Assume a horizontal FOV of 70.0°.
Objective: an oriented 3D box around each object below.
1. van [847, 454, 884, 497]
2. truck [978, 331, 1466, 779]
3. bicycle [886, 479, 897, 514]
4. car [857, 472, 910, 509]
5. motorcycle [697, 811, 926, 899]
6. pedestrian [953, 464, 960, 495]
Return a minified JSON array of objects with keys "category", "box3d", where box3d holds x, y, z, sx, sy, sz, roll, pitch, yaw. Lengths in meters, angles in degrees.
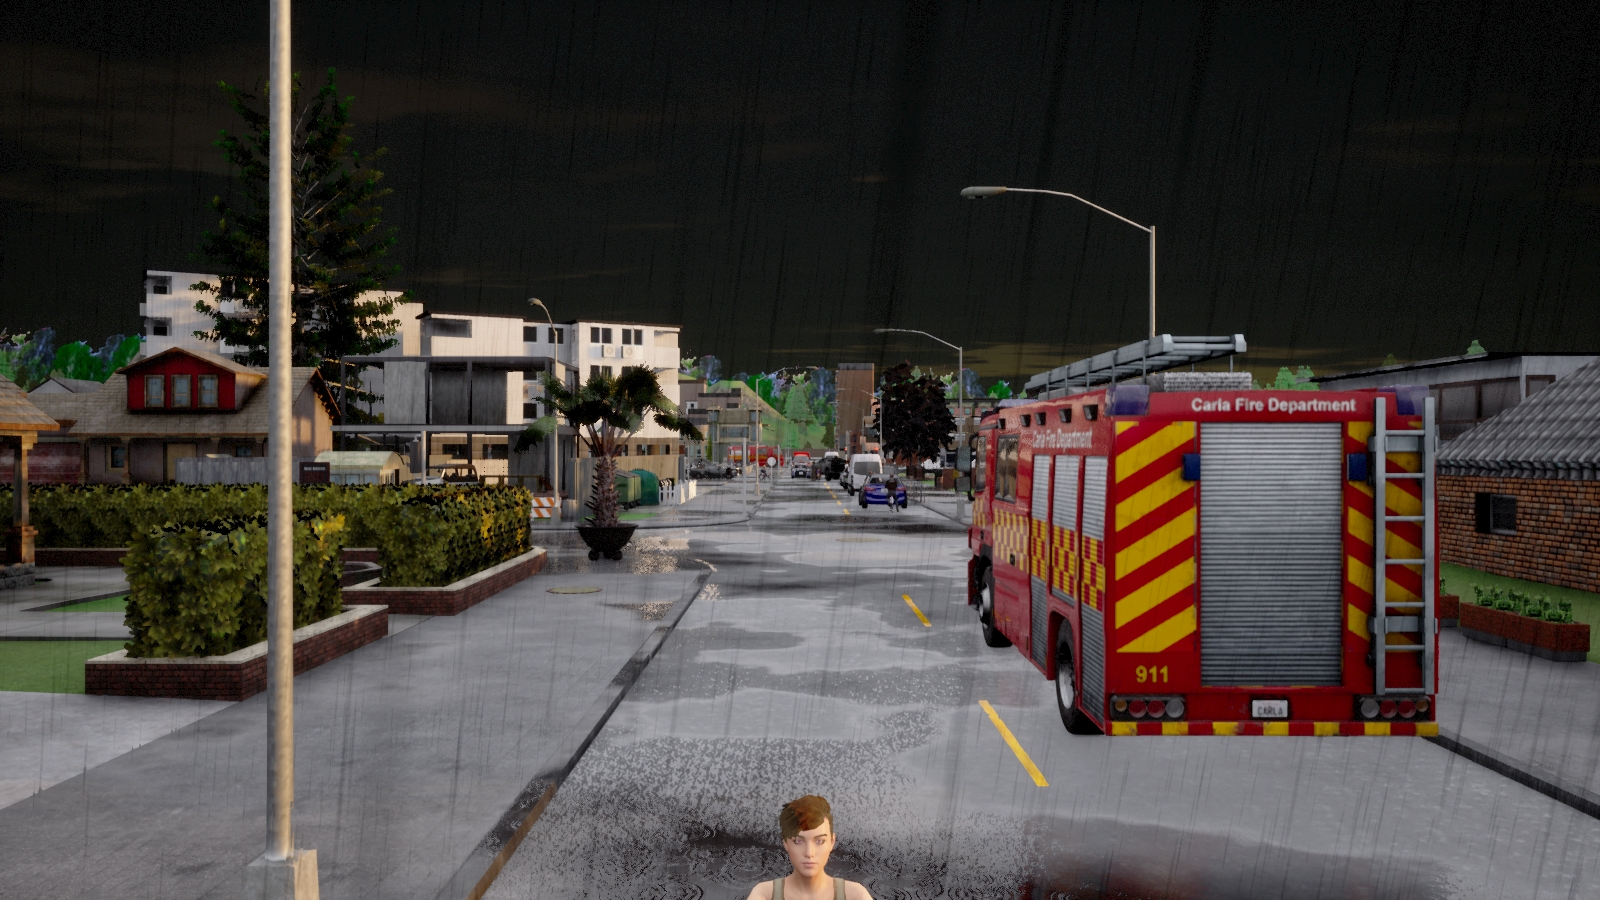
[{"category":"van","box3d":[4.045,1.534,71.355,1.988,2.561,5.915,0,0,0]},{"category":"truck","box3d":[4.261,0.891,13.996,2.891,3.827,8.468,0,0,0]},{"category":"bicycle","box3d":[4.077,2.060,50.936,0.329,1.471,1.835,0,0,0]},{"category":"car","box3d":[4.046,1.967,56.171,2.242,1.667,4.611,0,0,0]},{"category":"motorcycle","box3d":[0.039,2.155,3.558,0.764,1.307,2.356,0,0,0]},{"category":"pedestrian","box3d":[9.298,1.744,67.826,0.375,1.860,0.375,0,0,0]}]
